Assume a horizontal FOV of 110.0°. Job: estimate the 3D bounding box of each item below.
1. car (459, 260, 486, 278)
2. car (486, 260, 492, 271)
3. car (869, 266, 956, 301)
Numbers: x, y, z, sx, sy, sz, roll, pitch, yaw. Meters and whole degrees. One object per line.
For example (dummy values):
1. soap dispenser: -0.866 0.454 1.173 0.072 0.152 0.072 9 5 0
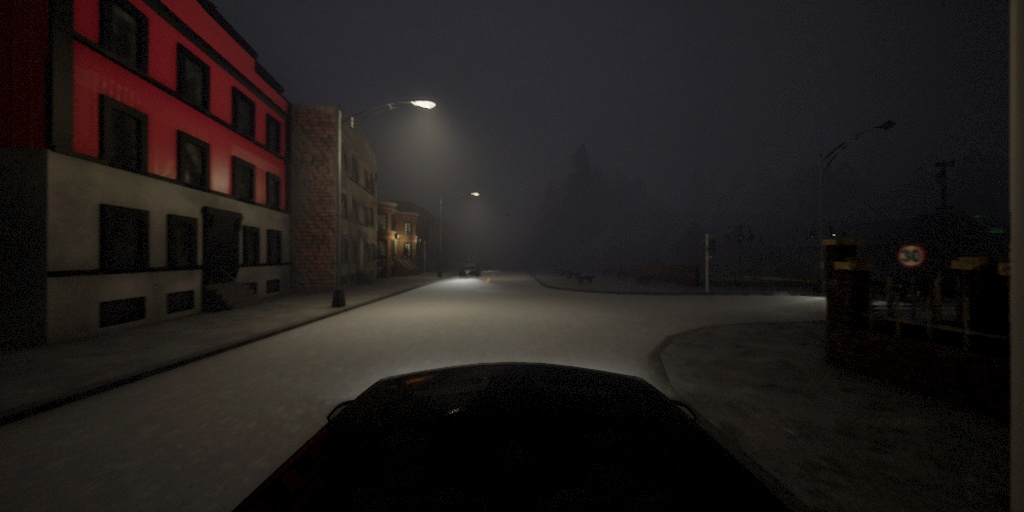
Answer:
1. car: -4.081 1.292 35.481 2.128 1.511 4.902 0 0 0
2. car: -4.033 1.352 52.662 1.812 1.442 4.674 0 0 1
3. car: 19.298 1.253 16.735 5.008 1.535 1.882 -1 0 0
